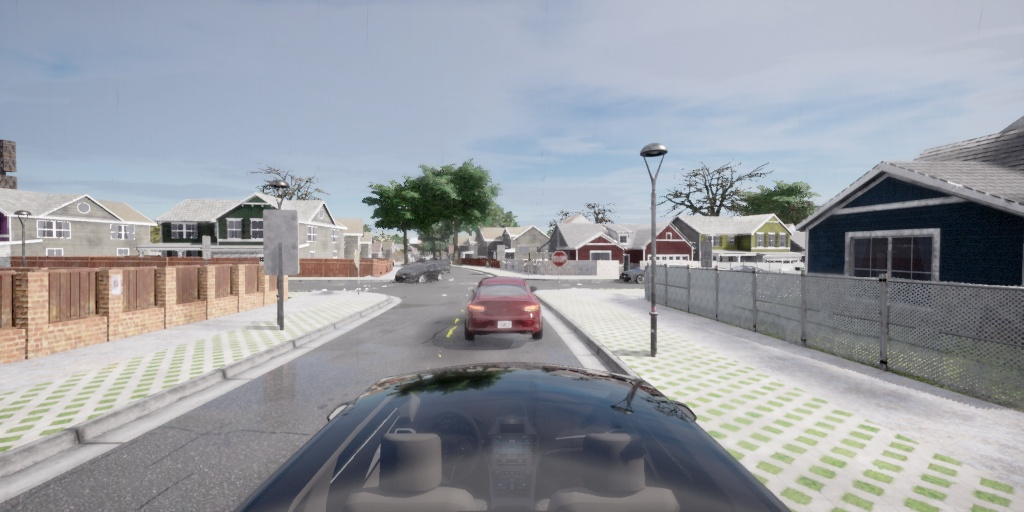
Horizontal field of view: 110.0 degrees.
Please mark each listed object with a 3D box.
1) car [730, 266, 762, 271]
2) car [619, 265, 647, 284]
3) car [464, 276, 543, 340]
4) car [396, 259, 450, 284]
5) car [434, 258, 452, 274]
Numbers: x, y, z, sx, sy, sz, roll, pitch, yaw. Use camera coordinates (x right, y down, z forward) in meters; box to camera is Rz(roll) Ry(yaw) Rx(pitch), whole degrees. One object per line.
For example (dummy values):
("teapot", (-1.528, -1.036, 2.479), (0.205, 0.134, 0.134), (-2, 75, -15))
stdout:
("car", (19.931, 1.523, 30.903), (4.181, 1.385, 1.994), (1, 1, -17))
("car", (10.665, 1.429, 28.365), (4.181, 1.385, 1.994), (1, 1, -16))
("car", (-0.254, 1.274, 9.831), (1.812, 1.442, 4.674), (0, 0, -2))
("car", (-6.823, 1.242, 27.024), (1.837, 1.490, 4.892), (3, -1, 14))
("car", (-8.040, 1.274, 41.179), (1.837, 1.490, 4.892), (0, -1, -15))
